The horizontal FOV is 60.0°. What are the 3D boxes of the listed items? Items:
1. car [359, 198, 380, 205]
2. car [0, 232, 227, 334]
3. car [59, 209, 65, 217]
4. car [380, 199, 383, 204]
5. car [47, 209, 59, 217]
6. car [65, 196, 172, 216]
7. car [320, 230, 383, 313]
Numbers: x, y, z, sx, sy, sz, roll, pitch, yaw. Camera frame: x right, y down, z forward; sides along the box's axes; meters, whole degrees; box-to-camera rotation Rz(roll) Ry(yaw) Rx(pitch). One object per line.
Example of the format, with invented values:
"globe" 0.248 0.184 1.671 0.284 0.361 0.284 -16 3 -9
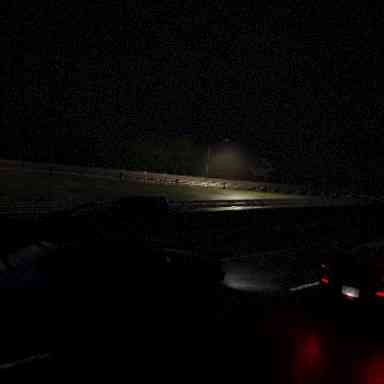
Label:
"car" 26.267 1.587 48.396 4.674 1.442 1.812 0 0 -35
"car" -1.828 1.549 6.758 5.357 1.411 2.033 0 0 -35
"car" -5.744 1.532 21.382 4.674 1.442 1.812 0 0 -35
"car" 28.410 1.414 45.629 4.553 1.767 2.097 0 0 -35
"car" -7.818 1.484 24.202 5.008 1.535 1.882 0 0 -35
"car" -3.752 1.228 18.504 5.566 2.045 2.150 0 0 -35
"car" 4.578 1.533 7.006 4.674 1.442 1.812 0 0 -35
